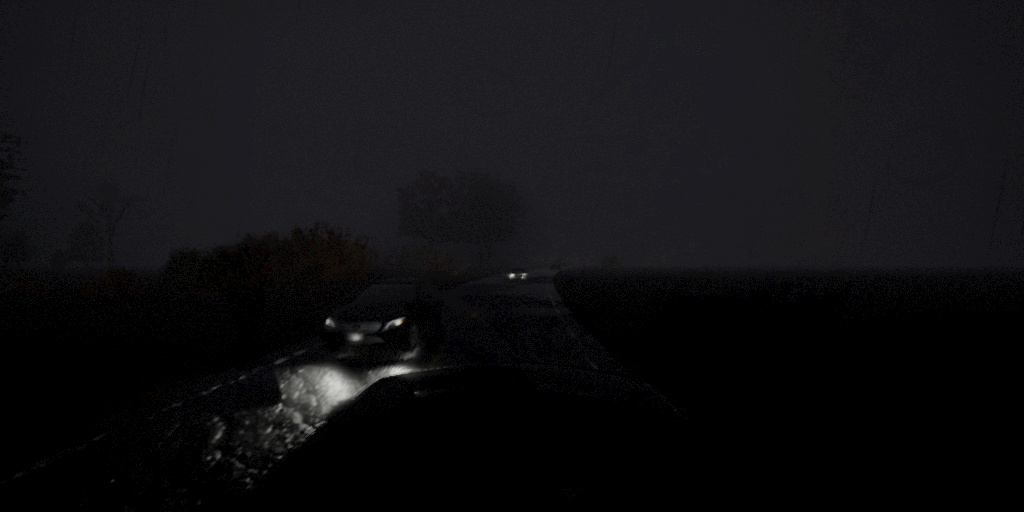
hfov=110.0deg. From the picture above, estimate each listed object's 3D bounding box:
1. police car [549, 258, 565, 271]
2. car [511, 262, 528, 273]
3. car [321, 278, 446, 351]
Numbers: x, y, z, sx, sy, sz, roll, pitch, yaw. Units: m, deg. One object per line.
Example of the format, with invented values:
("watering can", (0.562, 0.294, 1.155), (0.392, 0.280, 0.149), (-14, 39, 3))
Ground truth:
("police car", (7.586, 1.659, 62.161), (1.930, 1.638, 5.238), (0, 0, 12))
("car", (1.081, 1.601, 50.061), (1.882, 1.535, 5.008), (0, 0, 10))
("car", (-2.952, 1.325, 9.263), (1.812, 1.442, 4.674), (0, 0, 2))
